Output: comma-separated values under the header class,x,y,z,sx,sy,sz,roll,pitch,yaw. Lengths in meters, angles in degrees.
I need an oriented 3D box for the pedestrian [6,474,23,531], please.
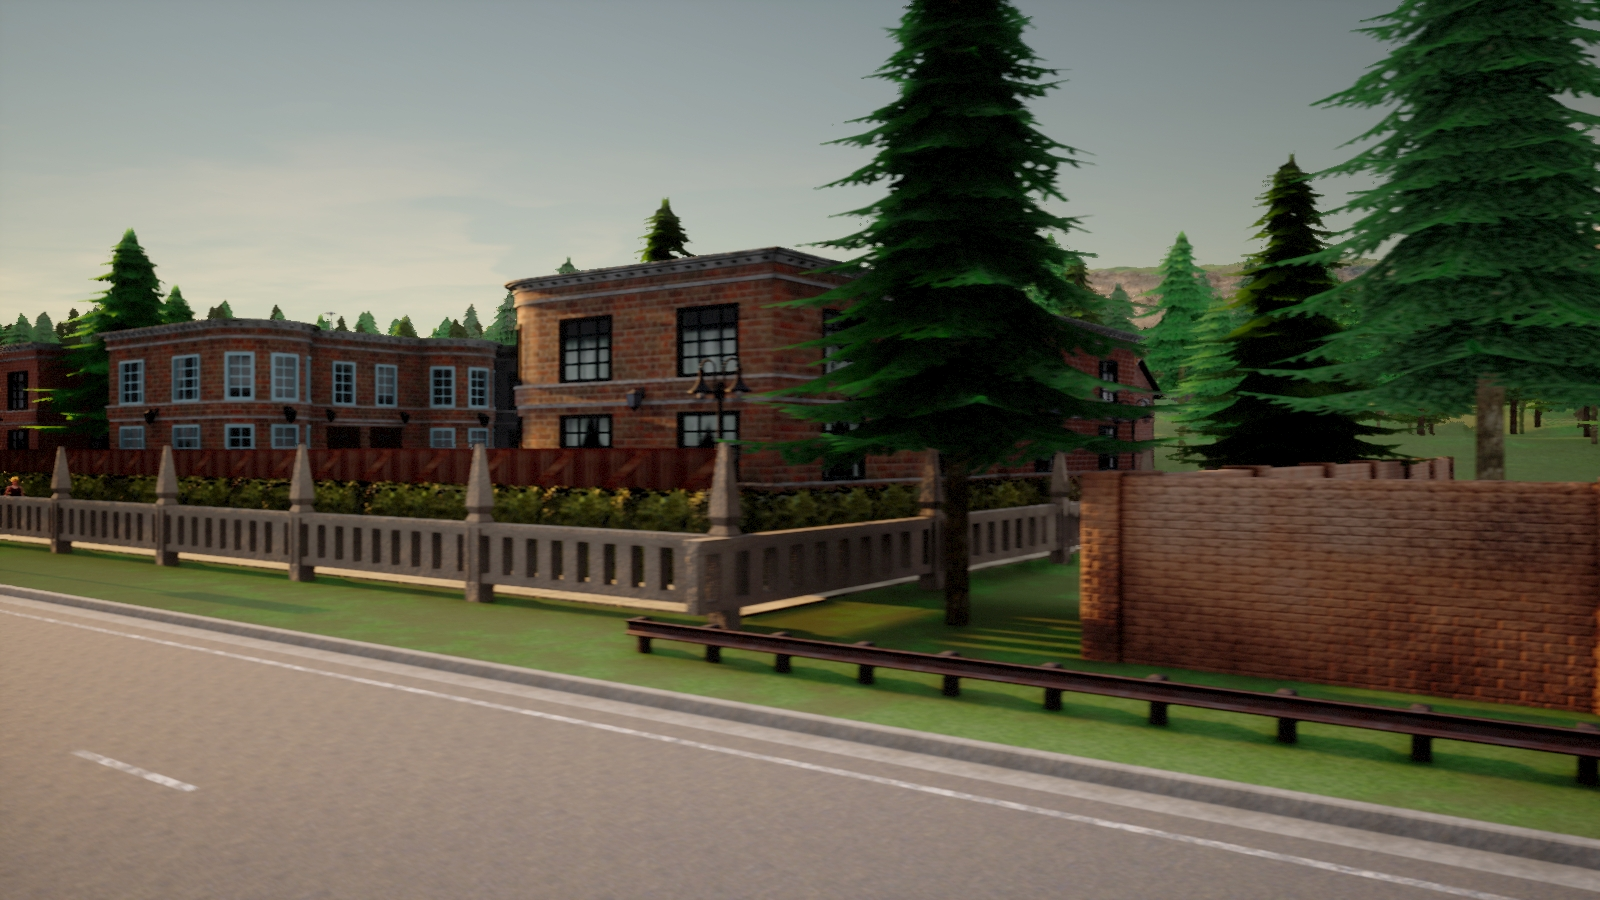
class,x,y,z,sx,sy,sz,roll,pitch,yaw
pedestrian,-25.945,1.726,37.741,0.375,1.860,0.375,0,0,35
